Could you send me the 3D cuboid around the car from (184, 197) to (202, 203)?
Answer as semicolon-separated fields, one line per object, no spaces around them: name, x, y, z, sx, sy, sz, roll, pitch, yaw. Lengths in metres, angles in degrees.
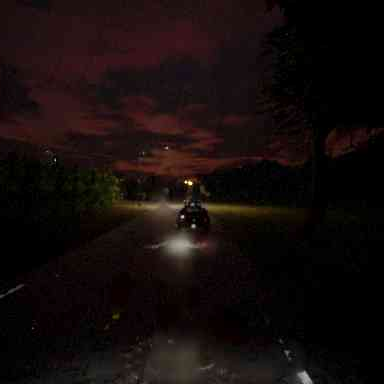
car;0.069;1.295;36.546;2.033;1.411;5.357;0;1;0

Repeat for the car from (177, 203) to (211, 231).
car;0.083;1.559;20.346;1.895;1.301;4.718;0;0;0
